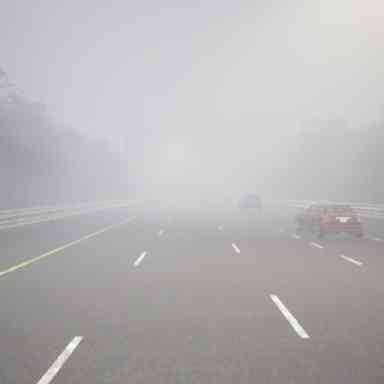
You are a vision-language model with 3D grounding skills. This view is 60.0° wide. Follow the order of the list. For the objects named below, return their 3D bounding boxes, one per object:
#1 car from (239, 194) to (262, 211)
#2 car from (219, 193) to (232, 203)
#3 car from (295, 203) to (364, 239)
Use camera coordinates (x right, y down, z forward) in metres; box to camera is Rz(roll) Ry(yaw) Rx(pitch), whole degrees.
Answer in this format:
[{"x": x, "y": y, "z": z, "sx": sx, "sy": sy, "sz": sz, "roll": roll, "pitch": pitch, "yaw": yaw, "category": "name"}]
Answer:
[{"x": 7.095, "y": 1.231, "z": 40.542, "sx": 2.150, "sy": 2.045, "sz": 5.566, "roll": 0, "pitch": 0, "yaw": 0, "category": "car"}, {"x": 7.276, "y": 1.481, "z": 69.857, "sx": 1.882, "sy": 1.535, "sz": 5.008, "roll": 0, "pitch": 0, "yaw": 0, "category": "car"}, {"x": 7.019, "y": 1.356, "z": 17.530, "sx": 2.097, "sy": 1.767, "sz": 4.553, "roll": 0, "pitch": 0, "yaw": 0, "category": "car"}]
